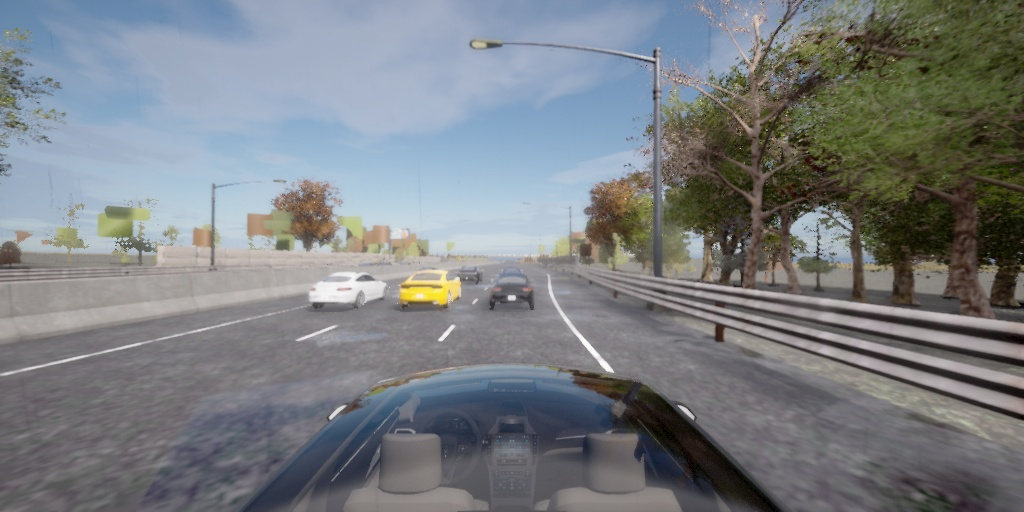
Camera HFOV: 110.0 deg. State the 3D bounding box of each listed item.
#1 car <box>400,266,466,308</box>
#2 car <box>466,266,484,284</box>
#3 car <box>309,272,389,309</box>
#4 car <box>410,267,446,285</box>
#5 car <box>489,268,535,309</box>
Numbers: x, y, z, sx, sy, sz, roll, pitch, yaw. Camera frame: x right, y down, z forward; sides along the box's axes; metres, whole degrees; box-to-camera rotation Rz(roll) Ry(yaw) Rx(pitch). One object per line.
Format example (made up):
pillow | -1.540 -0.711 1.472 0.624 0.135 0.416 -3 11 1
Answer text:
car | -3.481 1.380 16.090 1.882 1.535 5.008 0 0 0
car | -3.500 1.553 30.349 2.128 1.511 4.902 0 0 0
car | -6.984 1.424 15.738 1.812 1.442 4.674 0 0 1
car | -7.000 1.624 30.308 1.994 1.385 4.181 0 -1 1
car | 0.016 1.424 15.747 1.812 1.442 4.674 0 0 1
